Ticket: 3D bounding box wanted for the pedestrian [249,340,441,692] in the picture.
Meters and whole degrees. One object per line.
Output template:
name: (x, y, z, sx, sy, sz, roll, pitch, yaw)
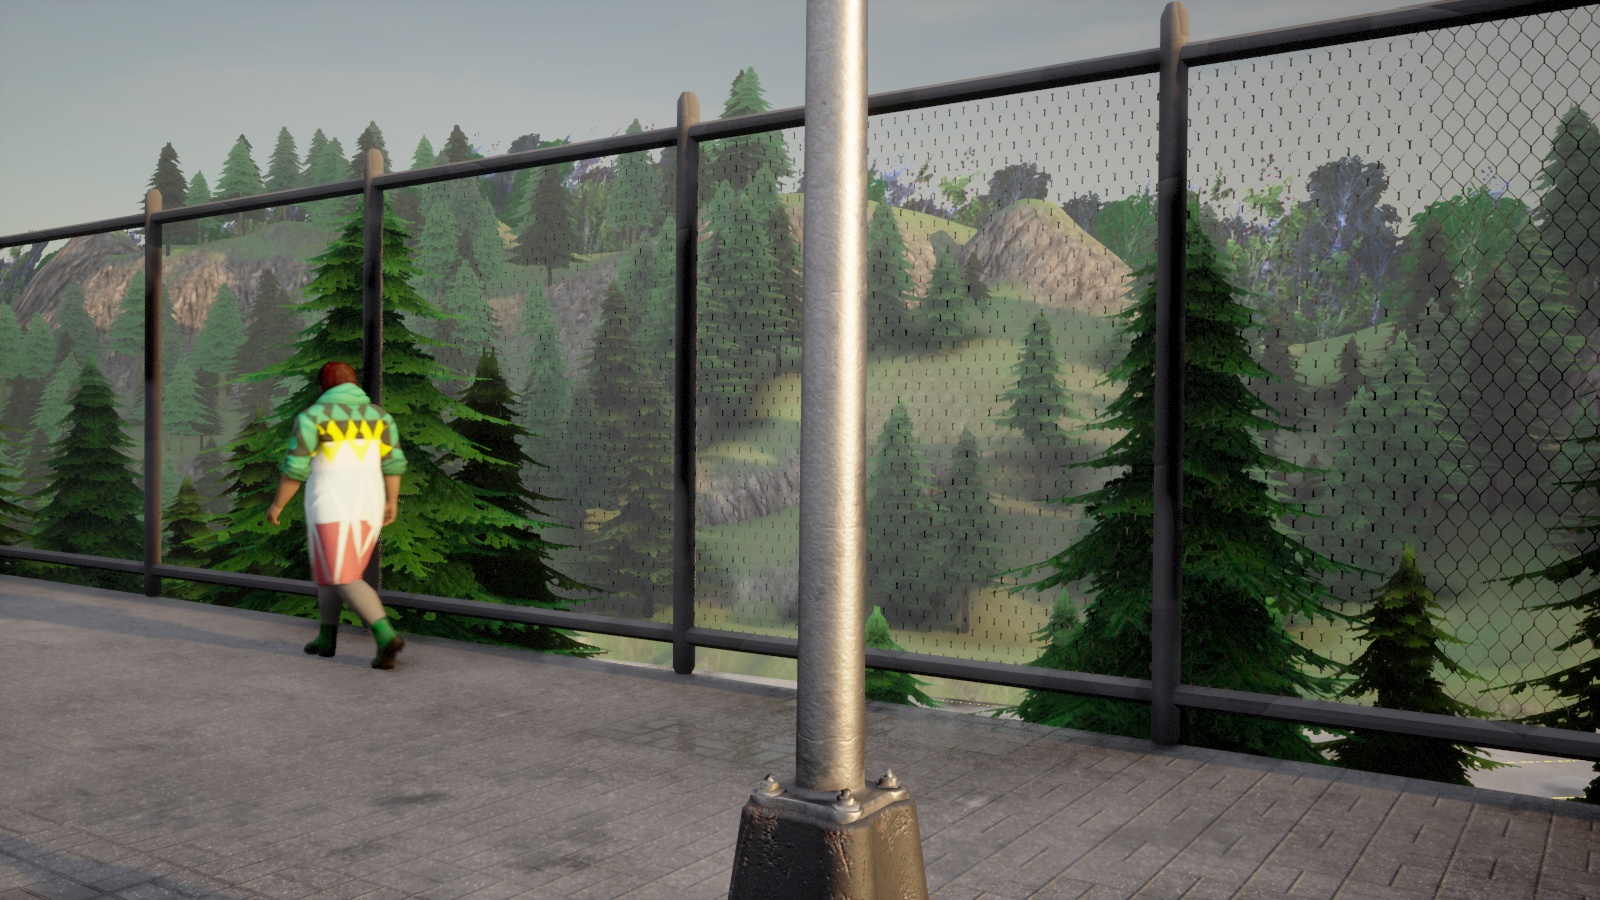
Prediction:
pedestrian: (-2.702, 0.364, 7.471, 0.873, 1.952, 0.659, 0, 1, 34)
